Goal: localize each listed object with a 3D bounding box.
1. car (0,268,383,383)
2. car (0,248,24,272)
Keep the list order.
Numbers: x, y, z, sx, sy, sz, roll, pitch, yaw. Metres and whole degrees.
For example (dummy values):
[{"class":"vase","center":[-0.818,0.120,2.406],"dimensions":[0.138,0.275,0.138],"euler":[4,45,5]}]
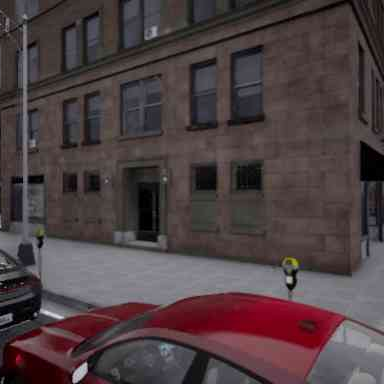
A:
[{"class":"car","center":[0.180,1.552,2.682],"dimensions":[4.507,1.381,1.887],"euler":[0,0,35]},{"class":"car","center":[-4.448,1.592,5.980],"dimensions":[4.403,1.369,2.008],"euler":[0,0,35]}]
